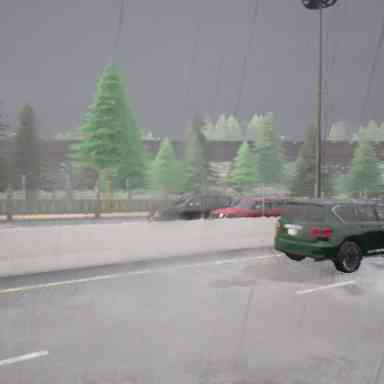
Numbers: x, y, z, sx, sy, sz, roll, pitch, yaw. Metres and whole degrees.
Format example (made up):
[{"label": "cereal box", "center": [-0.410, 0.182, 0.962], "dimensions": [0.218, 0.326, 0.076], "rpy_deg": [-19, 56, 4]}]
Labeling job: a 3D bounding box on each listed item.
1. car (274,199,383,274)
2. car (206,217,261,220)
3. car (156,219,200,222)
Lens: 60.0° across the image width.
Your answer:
[{"label": "car", "center": [5.247, 1.271, 10.900], "dimensions": [5.566, 2.045, 2.150], "rpy_deg": [1, 0, -29]}, {"label": "car", "center": [3.537, 1.251, 18.112], "dimensions": [5.566, 2.045, 2.150], "rpy_deg": [1, 0, -28]}, {"label": "car", "center": [0.131, 1.215, 20.271], "dimensions": [5.566, 2.045, 2.150], "rpy_deg": [1, 0, -28]}]
